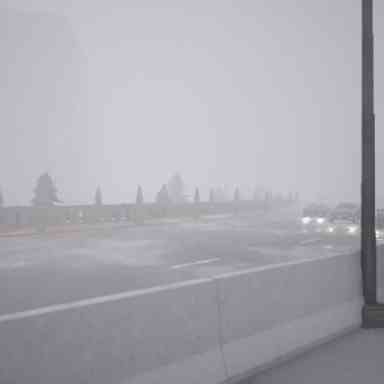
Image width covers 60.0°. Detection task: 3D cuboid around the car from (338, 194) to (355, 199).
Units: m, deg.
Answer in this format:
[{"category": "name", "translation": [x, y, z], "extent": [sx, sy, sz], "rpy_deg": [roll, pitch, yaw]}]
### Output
[{"category": "car", "translation": [29.790, 1.324, 64.316], "extent": [2.150, 2.045, 5.566], "rpy_deg": [0, 0, 11]}]

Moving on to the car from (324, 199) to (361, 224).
[{"category": "car", "translation": [12.147, 1.564, 25.989], "extent": [1.837, 1.490, 4.892], "rpy_deg": [0, 0, 37]}]

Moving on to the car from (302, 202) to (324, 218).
[{"category": "car", "translation": [11.917, 1.643, 31.543], "extent": [1.994, 1.385, 4.181], "rpy_deg": [0, 0, 34]}]

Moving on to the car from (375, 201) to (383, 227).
[{"category": "car", "translation": [13.903, 1.547, 22.585], "extent": [1.837, 1.490, 4.892], "rpy_deg": [0, 0, 39]}]

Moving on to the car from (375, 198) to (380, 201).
[{"category": "car", "translation": [32.260, 1.674, 59.299], "extent": [1.994, 1.385, 4.181], "rpy_deg": [0, 0, 15]}]
